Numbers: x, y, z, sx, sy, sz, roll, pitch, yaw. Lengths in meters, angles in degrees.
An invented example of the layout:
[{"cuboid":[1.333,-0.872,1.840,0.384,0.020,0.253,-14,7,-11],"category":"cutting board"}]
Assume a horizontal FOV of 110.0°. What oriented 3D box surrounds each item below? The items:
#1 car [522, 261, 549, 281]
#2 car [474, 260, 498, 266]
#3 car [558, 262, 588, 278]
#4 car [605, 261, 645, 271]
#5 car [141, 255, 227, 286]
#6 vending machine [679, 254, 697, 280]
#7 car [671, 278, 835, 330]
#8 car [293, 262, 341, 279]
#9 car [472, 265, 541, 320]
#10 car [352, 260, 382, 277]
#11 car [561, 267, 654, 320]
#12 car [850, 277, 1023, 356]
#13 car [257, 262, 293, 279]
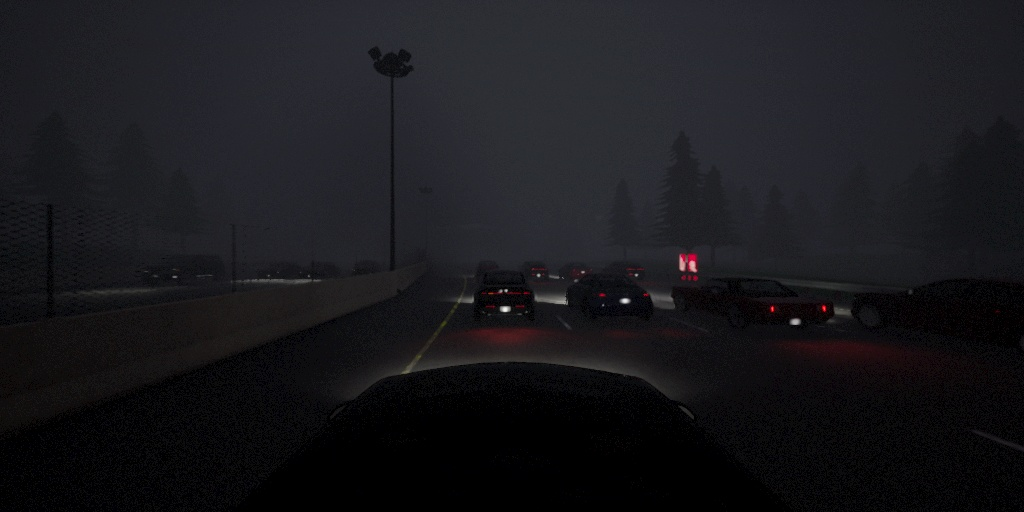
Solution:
[{"cuboid":[1.633,1.141,28.502,1.837,1.490,4.892,0,0,-7],"category":"car"},{"cuboid":[-2.117,1.113,30.043,1.882,1.535,5.008,0,0,-8],"category":"car"},{"cuboid":[5.091,1.192,29.008,1.994,1.385,4.181,0,0,-7],"category":"car"},{"cuboid":[8.704,1.130,28.358,1.837,1.490,4.892,0,0,-7],"category":"car"},{"cuboid":[-22.791,0.915,25.281,2.150,2.045,5.566,0,0,-8],"category":"car"},{"cuboid":[13.785,0.813,28.058,1.100,2.100,0.880,0,0,-7],"category":"vending machine"},{"cuboid":[6.780,1.301,10.931,1.895,1.301,4.718,0,0,-3],"category":"car"},{"cuboid":[-16.590,1.203,31.231,2.033,1.411,5.357,0,0,-9],"category":"car"},{"cuboid":[-0.314,1.211,12.351,1.837,1.490,4.892,0,0,-3],"category":"car"},{"cuboid":[-13.472,1.118,33.524,1.882,1.535,5.008,0,0,-10],"category":"car"},{"cuboid":[3.178,1.264,12.405,1.994,1.385,4.181,0,0,-3],"category":"car"},{"cuboid":[10.397,1.185,7.883,1.882,1.535,5.008,0,0,-2],"category":"car"},{"cuboid":[-20.227,1.206,31.803,2.033,1.411,5.357,0,0,-9],"category":"car"}]
